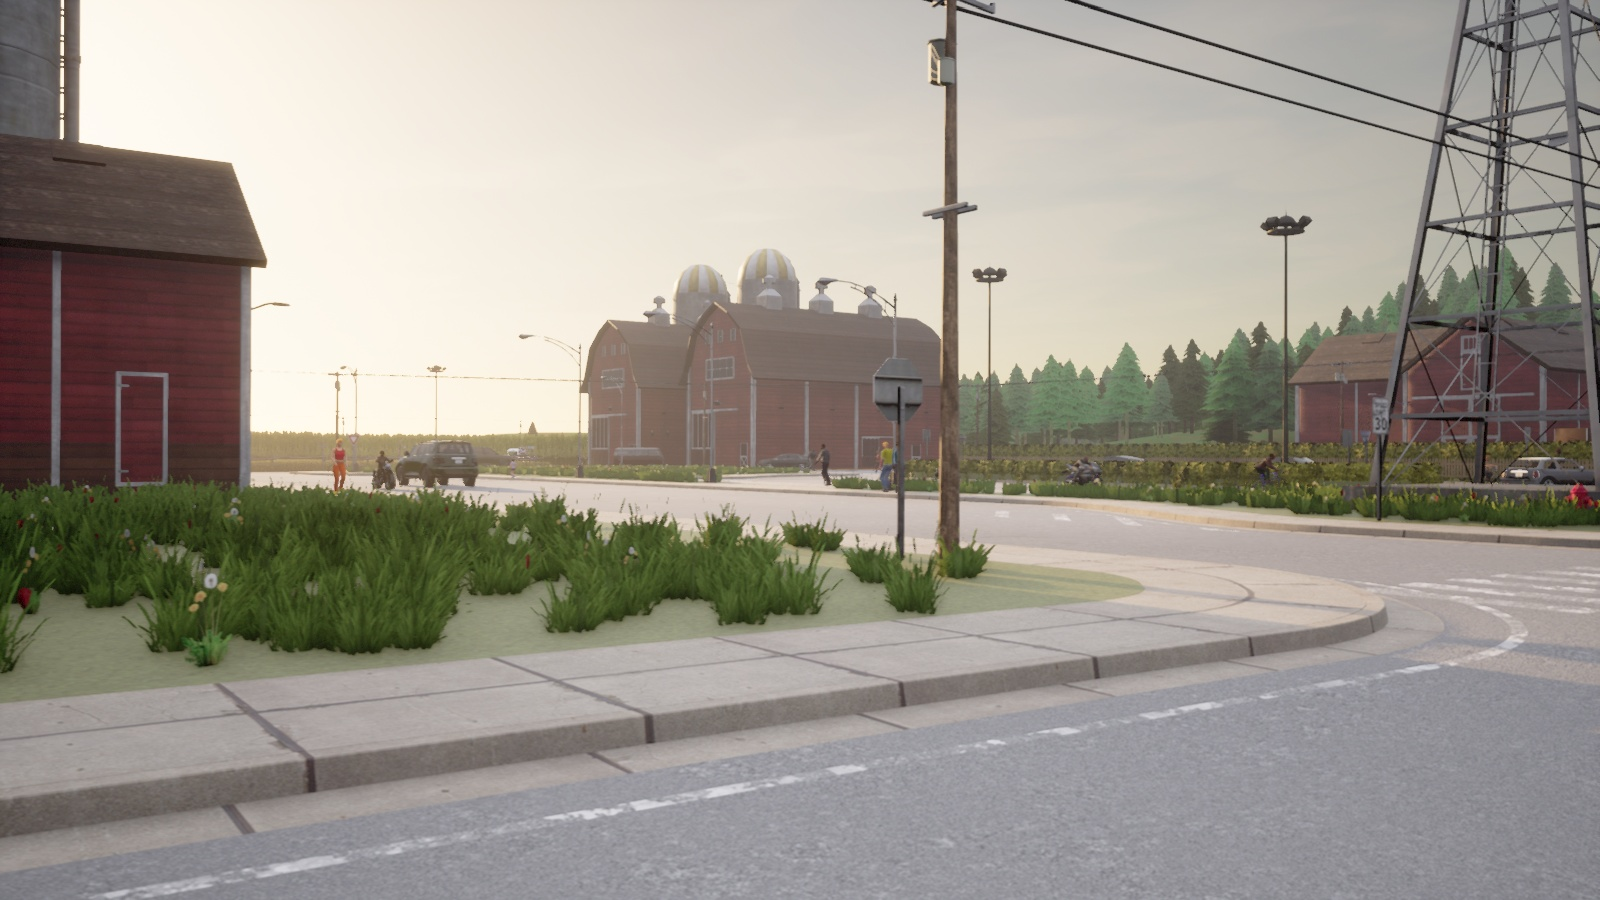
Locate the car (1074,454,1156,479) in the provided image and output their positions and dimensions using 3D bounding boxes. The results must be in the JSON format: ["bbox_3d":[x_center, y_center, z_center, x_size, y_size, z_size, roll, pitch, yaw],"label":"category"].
[{"bbox_3d":[19.994,1.025,79.860,2.163,1.488,4.792,0,0,-35],"label":"car"}]

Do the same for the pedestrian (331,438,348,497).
[{"bbox_3d":[-14.581,0.550,39.749,0.345,1.836,0.594,0,0,-36],"label":"pedestrian"}]

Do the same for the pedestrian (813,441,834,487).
[{"bbox_3d":[1.017,0.602,53.300,0.788,1.949,0.423,0,0,34],"label":"pedestrian"}]

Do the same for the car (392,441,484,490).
[{"bbox_3d":[-16.180,0.673,55.905,2.150,2.045,5.566,0,0,-36],"label":"car"}]

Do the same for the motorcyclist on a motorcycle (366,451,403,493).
[{"bbox_3d":[-16.815,0.886,50.809,0.766,1.649,2.350,0,0,-36],"label":"motorcyclist on a motorcycle"}]

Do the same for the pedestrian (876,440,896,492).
[{"bbox_3d":[3.025,0.559,44.398,0.354,1.836,0.706,0,0,-34],"label":"pedestrian"}]

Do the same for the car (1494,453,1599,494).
[{"bbox_3d":[28.315,0.868,47.092,3.806,1.475,1.970,0,0,-19],"label":"car"}]

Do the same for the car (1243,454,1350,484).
[{"bbox_3d":[25.840,0.970,65.480,2.163,1.488,4.792,0,0,-35],"label":"car"}]

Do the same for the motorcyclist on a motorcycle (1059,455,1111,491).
[{"bbox_3d":[12.382,0.972,54.593,0.866,1.530,2.191,0,0,-35],"label":"motorcyclist on a motorcycle"}]
